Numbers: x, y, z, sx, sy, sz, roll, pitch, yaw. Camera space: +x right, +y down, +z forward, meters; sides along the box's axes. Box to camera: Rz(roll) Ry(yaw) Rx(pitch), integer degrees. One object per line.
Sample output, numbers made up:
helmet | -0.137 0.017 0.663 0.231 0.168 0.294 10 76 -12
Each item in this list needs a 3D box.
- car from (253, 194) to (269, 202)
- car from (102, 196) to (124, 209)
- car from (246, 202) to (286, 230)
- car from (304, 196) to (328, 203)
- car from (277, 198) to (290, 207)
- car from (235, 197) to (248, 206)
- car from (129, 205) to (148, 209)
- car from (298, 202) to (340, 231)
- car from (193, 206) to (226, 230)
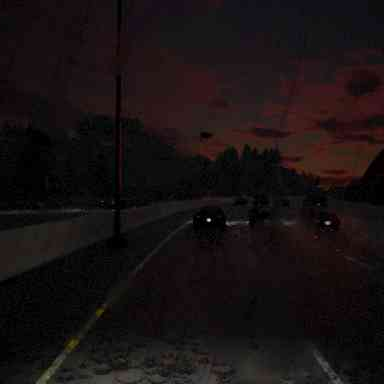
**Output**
car | 11.918 1.422 57.138 2.150 2.045 5.566 0 0 18
car | -9.848 1.276 42.129 2.097 1.767 4.553 1 0 12
car | 4.714 1.604 21.766 1.812 1.442 4.674 0 0 7
car | 14.315 1.432 38.538 2.150 2.045 5.566 0 0 13
car | 15.707 1.722 57.067 1.882 1.535 5.008 0 0 18
car | 8.685 1.667 58.070 1.837 1.490 4.892 0 0 18
car | -6.406 1.528 41.508 1.994 1.385 4.181 1 0 12
car | 8.246 1.646 21.834 1.812 1.442 4.674 0 0 7
car | 1.206 1.600 21.364 1.994 1.385 4.181 1 0 6
